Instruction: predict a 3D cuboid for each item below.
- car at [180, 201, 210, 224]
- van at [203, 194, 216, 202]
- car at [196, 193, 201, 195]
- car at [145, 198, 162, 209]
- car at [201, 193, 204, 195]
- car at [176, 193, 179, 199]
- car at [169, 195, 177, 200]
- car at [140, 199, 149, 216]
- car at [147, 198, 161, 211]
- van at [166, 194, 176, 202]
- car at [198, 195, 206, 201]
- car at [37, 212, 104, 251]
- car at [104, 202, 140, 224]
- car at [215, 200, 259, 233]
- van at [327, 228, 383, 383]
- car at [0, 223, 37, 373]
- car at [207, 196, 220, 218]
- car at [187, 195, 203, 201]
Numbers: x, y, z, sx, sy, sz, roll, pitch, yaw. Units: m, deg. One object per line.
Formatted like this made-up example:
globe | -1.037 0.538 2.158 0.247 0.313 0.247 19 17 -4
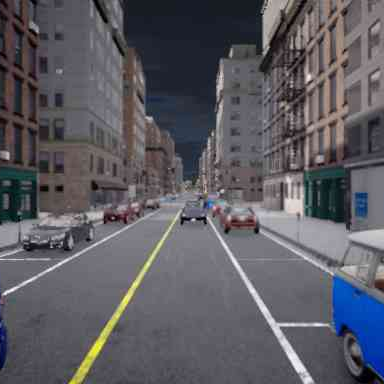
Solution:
car | 0.111 1.605 24.964 1.895 1.301 4.718 0 0 0
van | 2.655 1.348 41.441 1.690 1.788 3.998 0 0 0
car | 2.741 1.319 84.323 2.192 1.841 5.009 0 0 0
car | -5.368 1.573 46.955 1.947 1.339 4.313 0 0 0
car | 2.657 1.322 46.952 2.192 1.841 5.009 0 0 0
car | -5.367 1.569 89.732 1.947 1.339 4.313 0 0 0
car | -5.363 1.547 95.138 1.887 1.381 4.507 0 0 0
car | -5.375 1.588 30.422 1.802 1.307 4.206 0 0 0
car | -5.370 1.552 41.445 1.887 1.381 4.507 0 0 0
van | -5.374 1.345 78.919 1.690 1.788 3.998 0 0 0
car | 2.738 1.554 89.730 2.008 1.369 4.403 0 0 0
car | -5.382 1.553 13.889 2.008 1.369 4.403 0 0 0
car | -5.377 1.549 24.911 1.887 1.381 4.507 0 0 0
car | 2.645 1.444 19.397 1.967 1.590 4.097 0 0 0
van | 2.638 1.341 2.864 1.690 1.788 3.998 0 0 0
car | -2.847 1.222 0.954 2.150 2.045 5.566 0 0 0
car | 2.650 1.446 30.419 1.967 1.590 4.097 0 0 0
car | 0.117 1.498 41.796 2.128 1.511 4.902 0 0 0
